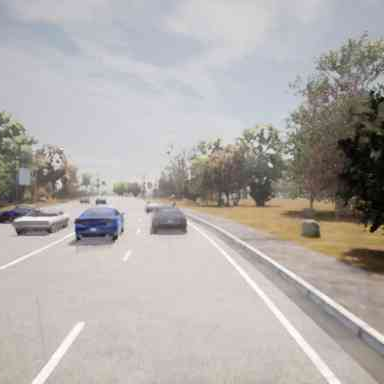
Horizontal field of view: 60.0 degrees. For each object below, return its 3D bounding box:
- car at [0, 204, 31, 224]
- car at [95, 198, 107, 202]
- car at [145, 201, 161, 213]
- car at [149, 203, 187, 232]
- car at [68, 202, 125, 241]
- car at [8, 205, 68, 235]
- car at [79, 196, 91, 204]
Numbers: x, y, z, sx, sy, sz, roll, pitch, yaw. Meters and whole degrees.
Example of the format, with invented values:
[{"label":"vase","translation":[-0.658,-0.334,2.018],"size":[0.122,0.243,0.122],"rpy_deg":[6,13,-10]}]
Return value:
[{"label":"car","translation":[-12.959,1.628,25.400],"size":[1.895,1.301,4.718],"rpy_deg":[0,0,-9]},{"label":"car","translation":[-16.040,1.636,58.776],"size":[1.895,1.301,4.718],"rpy_deg":[0,0,-12]},{"label":"car","translation":[-4.331,1.618,37.909],"size":[1.895,1.301,4.718],"rpy_deg":[0,0,-11]},{"label":"car","translation":[-1.425,1.572,20.046],"size":[1.994,1.385,4.181],"rpy_deg":[0,0,-7]},{"label":"car","translation":[-4.563,1.491,16.961],"size":[1.882,1.535,5.008],"rpy_deg":[0,0,-6]},{"label":"car","translation":[-8.530,1.621,19.226],"size":[1.895,1.301,4.718],"rpy_deg":[0,0,-8]},{"label":"car","translation":[-21.187,1.583,66.062],"size":[2.033,1.411,5.357],"rpy_deg":[0,0,-12]}]
